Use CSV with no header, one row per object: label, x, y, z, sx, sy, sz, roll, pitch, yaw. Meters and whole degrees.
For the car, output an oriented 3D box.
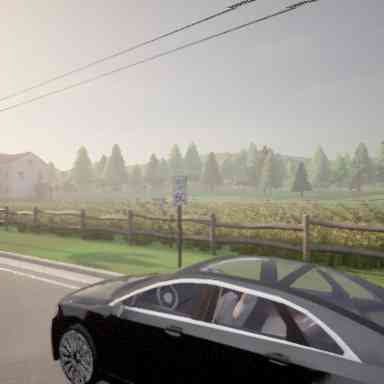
car,0.377,1.507,3.723,4.902,1.511,2.128,-1,0,35
